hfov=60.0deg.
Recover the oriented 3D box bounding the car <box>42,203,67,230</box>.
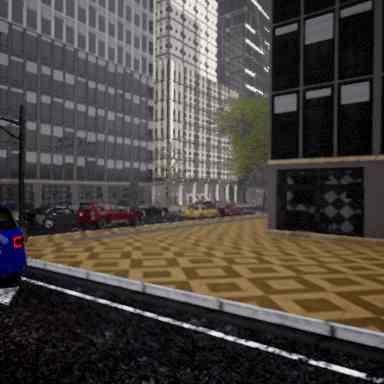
[{"bbox_3d":[-9.325,1.726,23.479,1.837,1.490,4.892,0,-1,36],"label":"car"}]

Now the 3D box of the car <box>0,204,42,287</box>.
[{"bbox_3d":[-6.299,1.252,8.170,5.566,2.045,2.150,0,0,36],"label":"car"}]

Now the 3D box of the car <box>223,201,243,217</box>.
[{"bbox_3d":[4.203,2.004,37.249,1.802,1.307,4.206,0,0,36],"label":"car"}]

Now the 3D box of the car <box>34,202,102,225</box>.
[{"bbox_3d":[-10.138,1.699,27.578,2.128,1.511,4.902,1,0,36],"label":"car"}]

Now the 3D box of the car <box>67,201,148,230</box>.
[{"bbox_3d":[-5.855,1.589,23.645,2.192,1.841,5.009,0,0,36],"label":"car"}]

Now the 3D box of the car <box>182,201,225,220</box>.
[{"bbox_3d":[0.951,1.900,32.850,1.752,1.417,4.829,0,0,36],"label":"car"}]

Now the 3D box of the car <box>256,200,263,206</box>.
[{"bbox_3d":[14.121,2.077,64.755,1.752,1.417,4.829,0,0,36],"label":"car"}]

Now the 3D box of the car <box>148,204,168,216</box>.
[{"bbox_3d":[-4.677,1.888,34.967,1.895,1.301,4.718,1,0,36],"label":"car"}]

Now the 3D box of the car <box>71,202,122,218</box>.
[{"bbox_3d":[-9.345,1.742,33.022,1.752,1.417,4.829,0,0,36],"label":"car"}]
